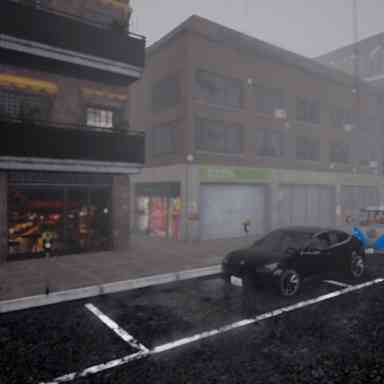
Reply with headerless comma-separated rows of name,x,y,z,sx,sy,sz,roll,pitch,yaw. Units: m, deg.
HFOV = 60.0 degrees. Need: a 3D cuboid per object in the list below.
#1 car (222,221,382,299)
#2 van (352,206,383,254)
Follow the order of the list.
car,2.749,1.573,8.521,4.313,1.339,1.947,0,0,-35
van,7.349,1.354,11.800,3.998,1.788,1.690,0,0,-35
